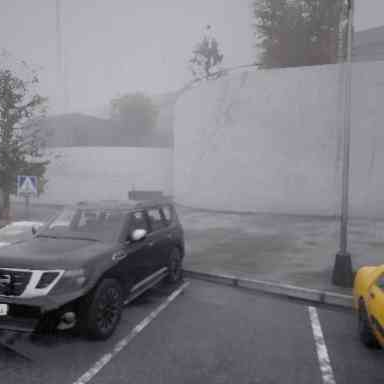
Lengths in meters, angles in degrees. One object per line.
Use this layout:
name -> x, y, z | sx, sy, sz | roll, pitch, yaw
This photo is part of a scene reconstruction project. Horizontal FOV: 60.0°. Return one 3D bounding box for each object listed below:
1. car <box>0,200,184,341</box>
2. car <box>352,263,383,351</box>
car -> -1.808, 1.226, 7.058 | 2.435, 2.045, 5.566 | 1, 0, 15
car -> 3.034, 1.484, 3.423 | 1.946, 1.575, 5.366 | 1, -1, 15
